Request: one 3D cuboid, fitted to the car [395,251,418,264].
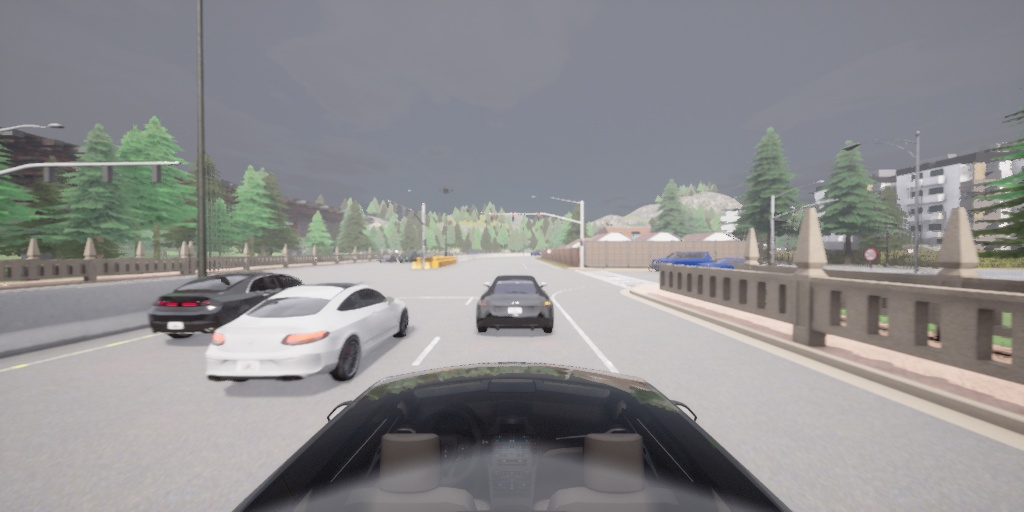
[{"bbox_3d":[-17.550,0.211,61.157,2.150,2.045,5.566,0,1,1],"label":"car"}]

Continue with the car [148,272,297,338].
[{"bbox_3d":[-6.925,1.178,9.816,1.837,1.490,4.892,0,0,0],"label":"car"}]

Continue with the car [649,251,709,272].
[{"bbox_3d":[16.199,0.571,34.400,5.566,2.045,2.150,0,1,2],"label":"car"}]

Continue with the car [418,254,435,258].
[{"bbox_3d":[-14.055,0.468,61.227,1.882,1.535,5.008,0,1,0],"label":"car"}]

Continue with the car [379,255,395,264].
[{"bbox_3d":[-21.042,0.519,61.002,1.812,1.442,4.674,0,1,1],"label":"car"}]

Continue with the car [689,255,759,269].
[{"bbox_3d":[18.448,0.877,30.821,5.008,1.535,1.882,0,1,2],"label":"car"}]

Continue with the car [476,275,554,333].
[{"bbox_3d":[0.094,1.233,10.443,1.994,1.385,4.181,0,0,1],"label":"car"}]

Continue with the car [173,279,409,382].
[{"bbox_3d":[-3.436,1.236,6.974,1.812,1.442,4.674,0,1,0],"label":"car"}]
